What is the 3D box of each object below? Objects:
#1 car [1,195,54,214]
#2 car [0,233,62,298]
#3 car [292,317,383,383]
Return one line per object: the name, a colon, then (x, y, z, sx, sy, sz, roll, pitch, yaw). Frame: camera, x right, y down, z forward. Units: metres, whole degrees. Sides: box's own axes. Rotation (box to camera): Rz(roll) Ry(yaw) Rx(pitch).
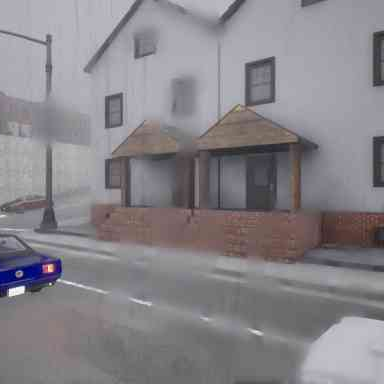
car: (-14.385, 0.973, 29.266, 1.994, 1.385, 4.181, 0, 7, 35)
car: (-5.131, 1.601, 7.632, 4.718, 1.301, 1.895, 0, 0, 36)
car: (2.984, 1.601, 1.853, 4.718, 1.301, 1.895, 0, 0, 36)
